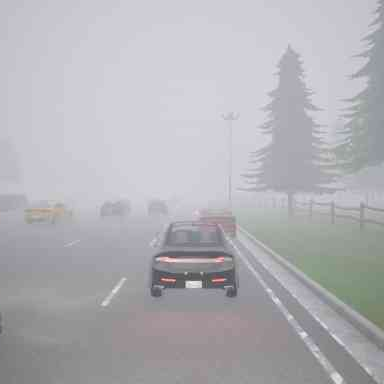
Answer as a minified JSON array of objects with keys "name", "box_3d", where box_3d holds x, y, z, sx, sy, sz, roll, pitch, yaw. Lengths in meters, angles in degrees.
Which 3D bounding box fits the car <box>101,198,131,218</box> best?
[{"name":"car","box_3d":[-6.904,1.491,30.288,2.128,1.511,4.902,0,0,0]}]

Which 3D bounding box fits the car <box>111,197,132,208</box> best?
[{"name":"car","box_3d":[-10.406,1.546,49.560,2.033,1.411,5.357,0,0,0]}]

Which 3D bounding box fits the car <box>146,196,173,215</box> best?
[{"name":"car","box_3d":[-3.405,1.491,34.320,2.128,1.511,4.902,0,0,0]}]

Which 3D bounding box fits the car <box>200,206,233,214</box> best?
[{"name":"car","box_3d":[1.222,1.477,17.896,1.882,1.535,5.008,0,0,0]}]

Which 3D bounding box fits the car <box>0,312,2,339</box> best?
[{"name":"car","box_3d":[-3.401,1.477,2.331,1.882,1.535,5.008,0,0,0]}]

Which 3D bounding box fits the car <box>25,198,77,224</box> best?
[{"name":"car","box_3d":[-10.404,1.477,24.623,1.882,1.535,5.008,0,0,0]}]

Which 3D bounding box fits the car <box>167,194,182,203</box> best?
[{"name":"car","box_3d":[-3.410,1.505,66.135,1.837,1.490,4.892,0,0,0]}]

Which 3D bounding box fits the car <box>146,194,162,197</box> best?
[{"name":"car","box_3d":[-6.909,1.546,57.932,2.033,1.411,5.357,0,0,0]}]

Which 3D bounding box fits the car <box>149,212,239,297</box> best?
[{"name":"car","box_3d":[0.051,1.491,8.554,2.128,1.511,4.902,0,0,0]}]
